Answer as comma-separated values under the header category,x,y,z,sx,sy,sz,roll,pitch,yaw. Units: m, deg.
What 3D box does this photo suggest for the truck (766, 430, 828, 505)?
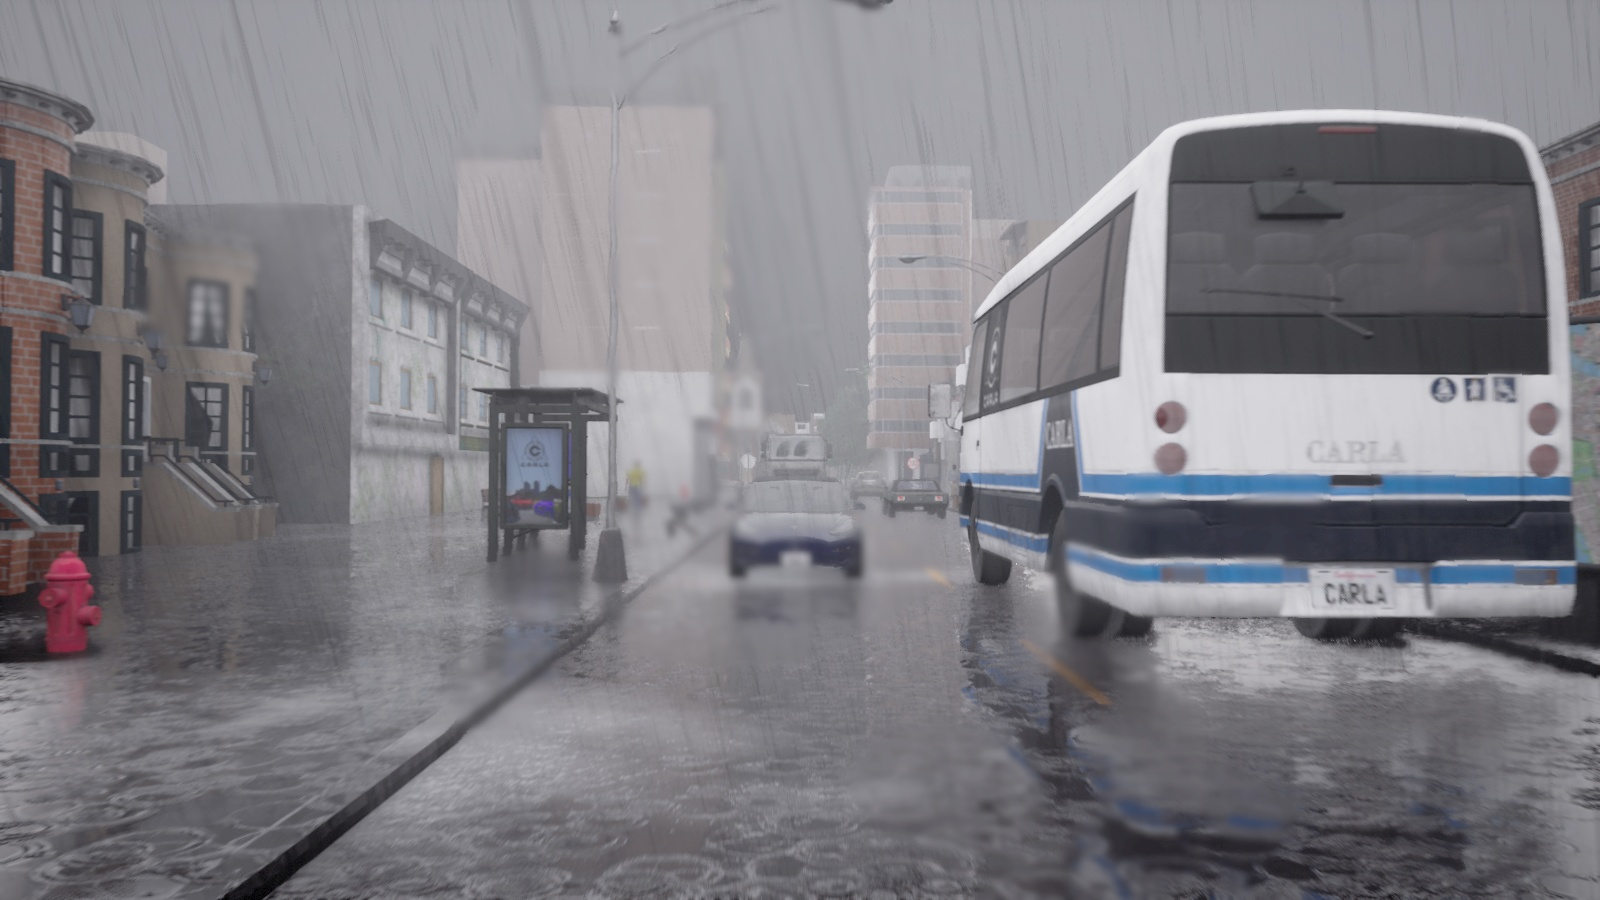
category,x,y,z,sx,sy,sz,roll,pitch,yaw
truck,-0.180,0.885,62.825,2.891,3.462,7.936,0,-1,0

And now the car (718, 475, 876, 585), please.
category,x,y,z,sx,sy,sz,roll,pitch,yaw
car,-0.046,1.145,19.702,2.163,1.488,4.792,0,-1,0

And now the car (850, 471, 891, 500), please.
category,x,y,z,sx,sy,sz,roll,pitch,yaw
car,3.803,1.904,68.056,1.970,1.475,3.806,0,-1,0

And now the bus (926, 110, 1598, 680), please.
category,x,y,z,sx,sy,sz,roll,pitch,yaw
bus,3.963,-0.334,14.534,3.944,4.253,10.273,0,-1,0

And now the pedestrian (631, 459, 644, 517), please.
category,x,y,z,sx,sy,sz,roll,pitch,yaw
pedestrian,-5.211,1.219,40.246,0.354,1.836,0.706,0,-1,-3

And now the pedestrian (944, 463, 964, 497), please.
category,x,y,z,sx,sy,sz,roll,pitch,yaw
pedestrian,8.386,1.635,68.334,0.874,1.855,0.900,0,-1,-8

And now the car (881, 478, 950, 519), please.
category,x,y,z,sx,sy,sz,roll,pitch,yaw
car,3.899,1.620,43.041,1.895,1.301,4.718,0,-1,0
